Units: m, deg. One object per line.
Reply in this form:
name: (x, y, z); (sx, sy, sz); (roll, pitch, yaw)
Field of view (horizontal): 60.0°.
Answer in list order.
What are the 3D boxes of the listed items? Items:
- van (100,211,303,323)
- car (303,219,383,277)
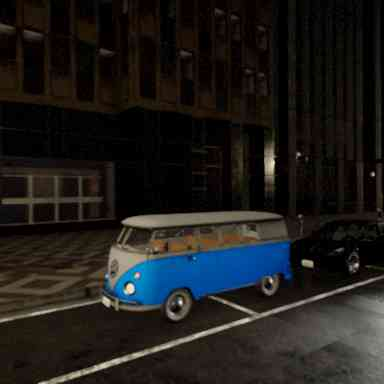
van: (0.262, 1.319, 6.841); (3.998, 1.788, 1.690); (0, 0, -36)
car: (4.851, 1.514, 10.117); (4.313, 1.339, 1.947); (0, 0, -36)
